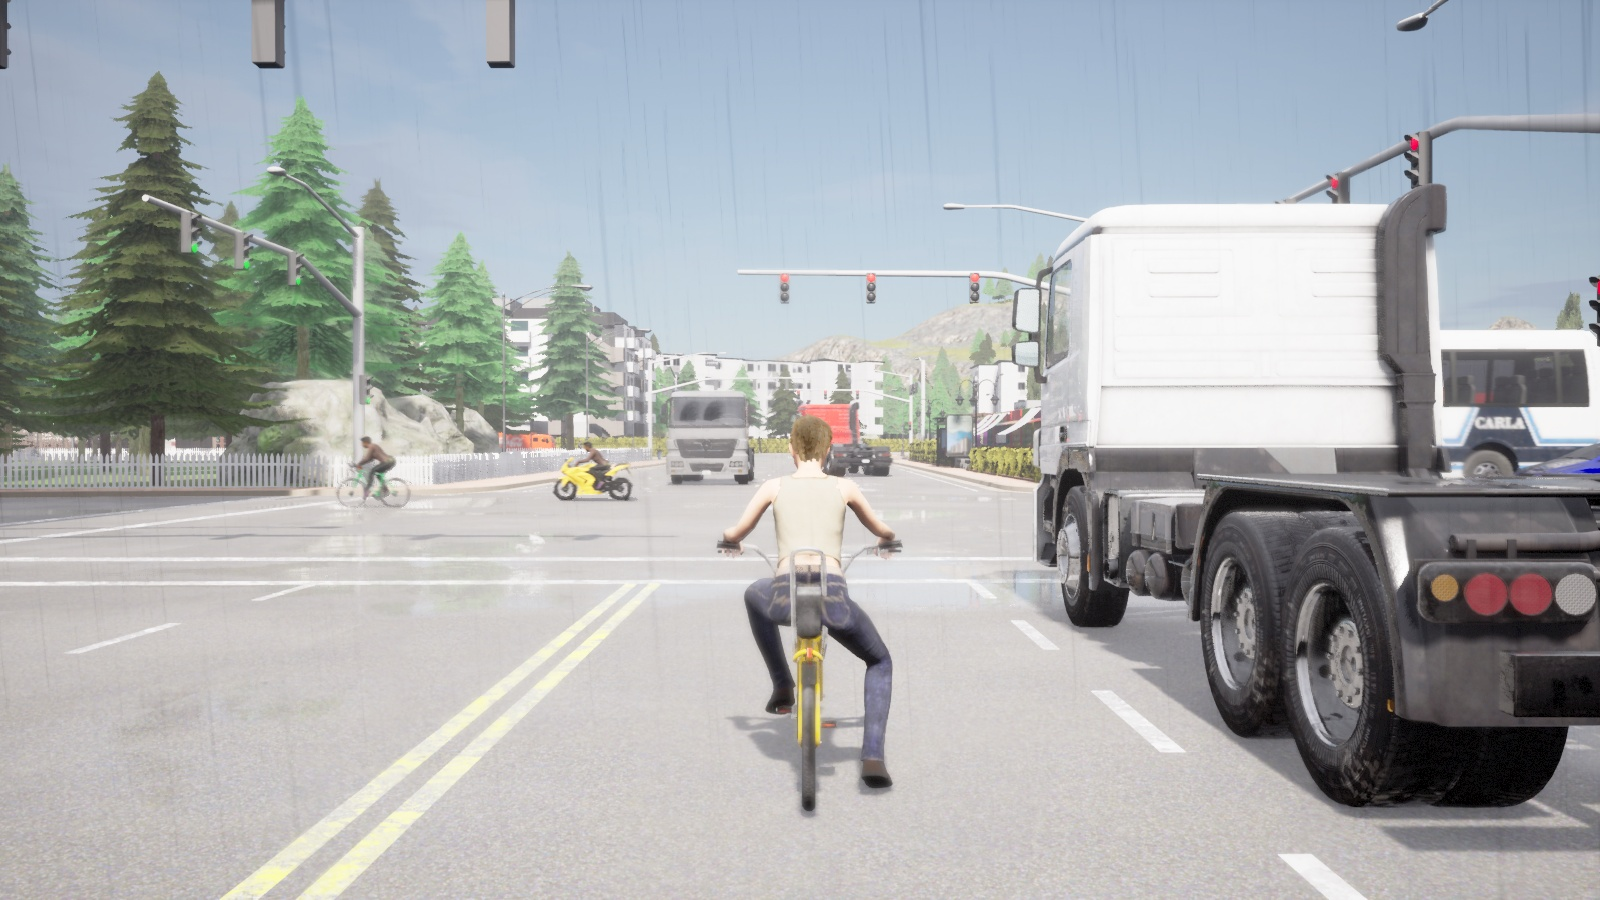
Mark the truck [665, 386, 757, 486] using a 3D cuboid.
[{"bbox_3d":[-3.224,-0.507,47.641,2.891,3.462,7.936,0,0,0],"label":"truck"}]

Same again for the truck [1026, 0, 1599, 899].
[{"bbox_3d":[3.559,-0.277,7.884,2.891,3.462,7.936,0,0,0],"label":"truck"}]

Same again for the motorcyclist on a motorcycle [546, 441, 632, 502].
[{"bbox_3d":[-5.308,0.533,31.701,2.044,1.523,0.797,0,0,0],"label":"motorcyclist on a motorcycle"}]

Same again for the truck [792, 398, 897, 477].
[{"bbox_3d":[1.923,-0.566,58.796,2.891,3.462,7.936,0,0,-13],"label":"truck"}]

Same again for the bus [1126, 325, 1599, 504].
[{"bbox_3d":[13.894,-0.853,31.735,10.273,4.253,3.944,0,0,0],"label":"bus"}]

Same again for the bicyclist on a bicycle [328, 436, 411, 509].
[{"bbox_3d":[-9.652,0.504,28.189,1.656,1.620,0.582,0,0,0],"label":"bicyclist on a bicycle"}]

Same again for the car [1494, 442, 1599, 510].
[{"bbox_3d":[18.215,0.560,28.247,4.193,1.474,1.816,0,0,0],"label":"car"}]

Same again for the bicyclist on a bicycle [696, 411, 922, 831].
[{"bbox_3d":[0.042,0.652,5.576,0.866,1.612,1.509,0,0,1],"label":"bicyclist on a bicycle"}]
